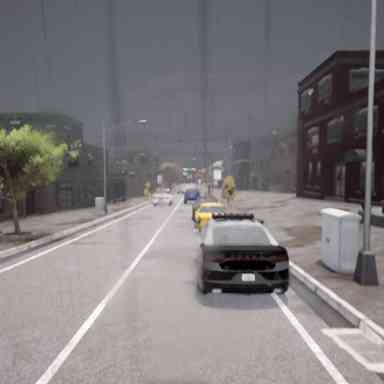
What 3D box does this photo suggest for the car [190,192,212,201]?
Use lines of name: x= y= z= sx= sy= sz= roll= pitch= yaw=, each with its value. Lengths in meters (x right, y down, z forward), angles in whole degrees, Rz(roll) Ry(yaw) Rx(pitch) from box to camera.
car: x=1.055 y=1.089 z=24.655 sx=2.097 sy=1.767 sz=4.553 roll=0 pitch=1 yaw=0

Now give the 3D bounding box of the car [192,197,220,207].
car: x=1.055 y=1.283 z=18.873 sx=1.801 sy=1.575 sz=5.366 roll=0 pitch=1 yaw=0

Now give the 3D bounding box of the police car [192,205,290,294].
police car: x=1.052 y=1.367 z=8.790 sx=1.930 sy=1.638 sz=5.238 roll=0 pitch=0 yaw=0

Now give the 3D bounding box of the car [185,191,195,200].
car: x=-0.329 y=0.613 z=59.351 sx=1.812 sy=1.442 sz=4.674 roll=0 pitch=1 yaw=0

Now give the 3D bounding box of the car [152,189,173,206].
car: x=-3.584 y=0.648 z=41.155 sx=2.150 sy=2.045 sz=5.566 roll=0 pitch=1 yaw=0

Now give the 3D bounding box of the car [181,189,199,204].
car: x=0.027 y=0.558 z=45.850 sx=2.150 sy=2.045 sz=5.566 roll=0 pitch=1 yaw=0
